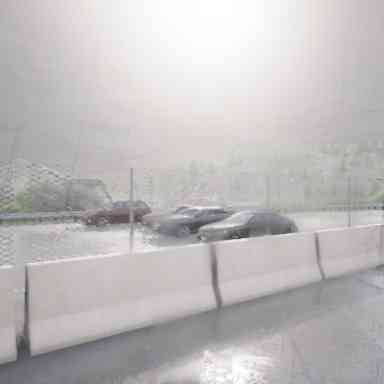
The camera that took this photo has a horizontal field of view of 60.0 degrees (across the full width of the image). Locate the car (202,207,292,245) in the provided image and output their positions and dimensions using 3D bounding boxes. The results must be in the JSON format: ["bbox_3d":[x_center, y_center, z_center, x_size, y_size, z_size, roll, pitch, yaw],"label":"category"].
[{"bbox_3d":[2.410,1.502,13.826,4.674,1.442,1.812,0,0,-32],"label":"car"}]

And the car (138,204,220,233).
[{"bbox_3d":[-0.722,1.487,20.113,4.674,1.442,1.812,0,0,-32],"label":"car"}]
